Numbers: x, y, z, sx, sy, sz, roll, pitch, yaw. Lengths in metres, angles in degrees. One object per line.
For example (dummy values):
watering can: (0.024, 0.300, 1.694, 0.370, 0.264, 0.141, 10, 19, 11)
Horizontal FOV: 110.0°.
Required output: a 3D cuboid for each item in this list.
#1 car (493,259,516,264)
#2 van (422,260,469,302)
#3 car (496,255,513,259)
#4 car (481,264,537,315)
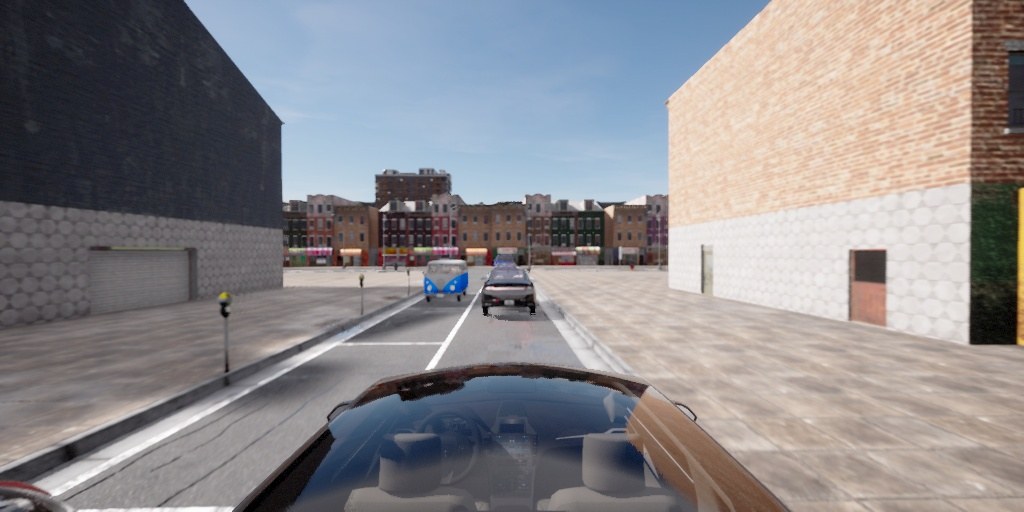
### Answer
car: (-0.416, 1.199, 25.815, 2.128, 1.511, 4.902, 0, 0, -1)
van: (-2.944, 1.071, 16.585, 1.690, 1.789, 3.998, 0, 0, -1)
car: (-0.753, 0.912, 37.193, 2.150, 2.045, 5.566, 0, 0, -1)
car: (-0.140, 1.218, 13.512, 2.128, 1.511, 4.902, 0, 0, -1)
